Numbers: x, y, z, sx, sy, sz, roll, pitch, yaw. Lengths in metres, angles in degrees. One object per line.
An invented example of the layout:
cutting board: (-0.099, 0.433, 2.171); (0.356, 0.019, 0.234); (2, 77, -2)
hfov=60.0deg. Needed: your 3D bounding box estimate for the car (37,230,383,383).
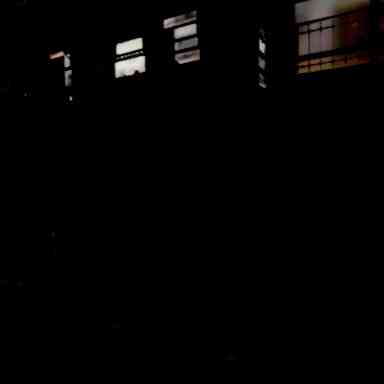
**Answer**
car: (1.324, 1.189, 1.957); (5.009, 1.841, 2.192); (1, 3, 30)
